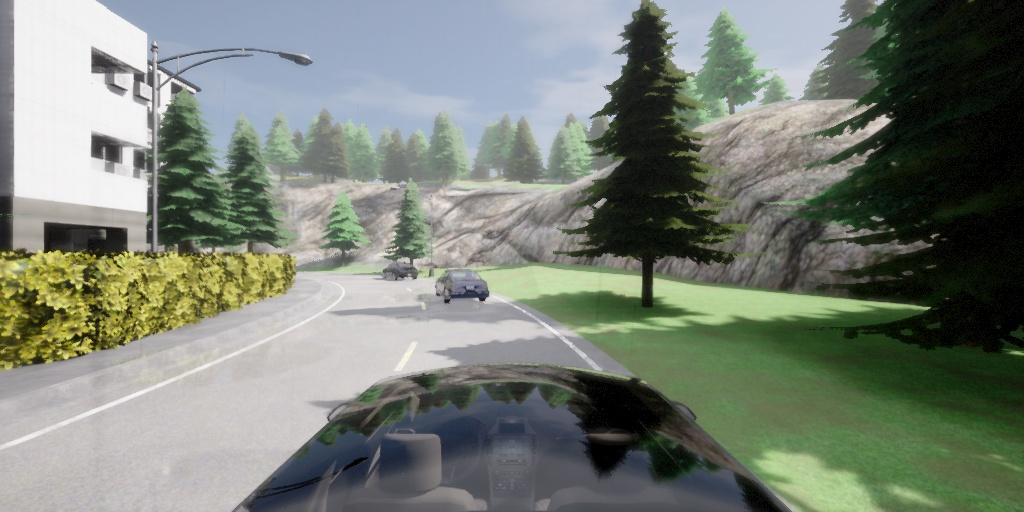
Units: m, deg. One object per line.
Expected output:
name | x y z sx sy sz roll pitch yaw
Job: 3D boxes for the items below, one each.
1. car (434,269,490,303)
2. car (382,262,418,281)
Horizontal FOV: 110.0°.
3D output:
car | -2.464 1.313 16.796 2.033 1.411 5.357 0 0 -18
car | -9.608 1.266 30.544 1.837 1.490 4.892 0 0 -37
